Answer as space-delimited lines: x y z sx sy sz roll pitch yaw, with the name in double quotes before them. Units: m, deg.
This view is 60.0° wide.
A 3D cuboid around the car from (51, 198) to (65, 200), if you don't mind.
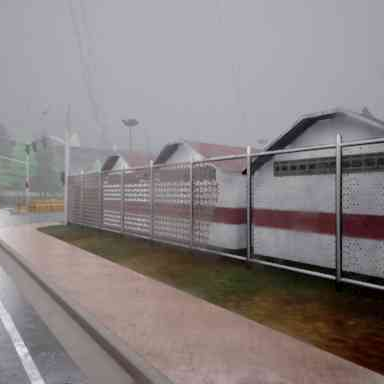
"car" -17.132 1.484 42.327 4.892 1.490 1.837 0 0 -38
